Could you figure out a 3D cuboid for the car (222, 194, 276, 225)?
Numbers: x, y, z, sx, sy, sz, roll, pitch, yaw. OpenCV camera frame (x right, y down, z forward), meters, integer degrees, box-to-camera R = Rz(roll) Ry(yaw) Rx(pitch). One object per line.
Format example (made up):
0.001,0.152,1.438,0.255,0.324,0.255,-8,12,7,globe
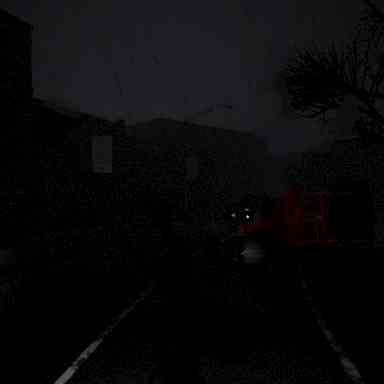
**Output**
4.323,1.197,24.384,2.150,2.045,5.566,0,0,35,car

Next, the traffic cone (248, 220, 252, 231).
3.407,1.946,19.525,0.340,0.580,0.340,1,0,23,traffic cone

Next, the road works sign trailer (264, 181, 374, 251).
4.691,0.943,12.357,2.880,2.380,3.560,-2,-2,-45,road works sign trailer

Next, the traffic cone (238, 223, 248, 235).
2.626,1.945,17.684,0.340,0.580,0.340,1,0,23,traffic cone
